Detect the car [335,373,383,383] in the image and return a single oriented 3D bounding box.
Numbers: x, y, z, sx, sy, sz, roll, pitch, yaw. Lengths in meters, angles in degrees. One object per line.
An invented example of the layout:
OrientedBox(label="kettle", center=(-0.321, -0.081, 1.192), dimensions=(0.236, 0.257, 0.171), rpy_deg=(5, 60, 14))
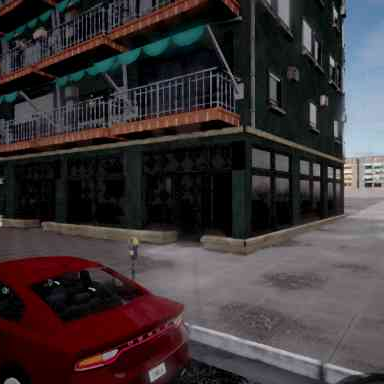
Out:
OrientedBox(label="car", center=(2.450, 1.566, 1.126), dimensions=(4.313, 1.339, 1.947), rpy_deg=(0, 0, 36))

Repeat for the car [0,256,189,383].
OrientedBox(label="car", center=(-2.134, 1.545, 4.407), dimensions=(4.507, 1.381, 1.887), rpy_deg=(0, 0, 36))
